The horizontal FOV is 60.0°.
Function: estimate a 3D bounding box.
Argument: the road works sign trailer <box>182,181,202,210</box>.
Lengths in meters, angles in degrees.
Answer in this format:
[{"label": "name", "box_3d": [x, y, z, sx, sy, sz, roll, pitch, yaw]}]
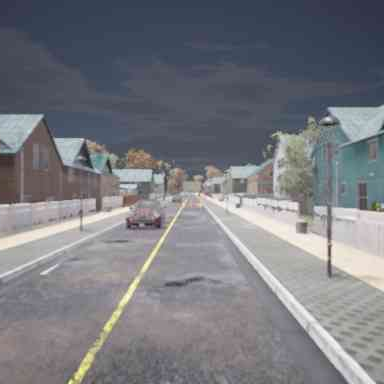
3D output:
[{"label": "road works sign trailer", "box_3d": [-0.020, 0.347, 40.100, 2.380, 3.560, 2.880, 0, 0, 0]}]

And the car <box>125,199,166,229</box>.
[{"label": "car", "box_3d": [-2.859, 1.293, 21.261, 2.097, 1.767, 4.553, 0, 0, 0]}]

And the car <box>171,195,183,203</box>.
[{"label": "car", "box_3d": [-2.809, 1.308, 62.549, 1.837, 1.490, 4.892, 0, 0, 1]}]
